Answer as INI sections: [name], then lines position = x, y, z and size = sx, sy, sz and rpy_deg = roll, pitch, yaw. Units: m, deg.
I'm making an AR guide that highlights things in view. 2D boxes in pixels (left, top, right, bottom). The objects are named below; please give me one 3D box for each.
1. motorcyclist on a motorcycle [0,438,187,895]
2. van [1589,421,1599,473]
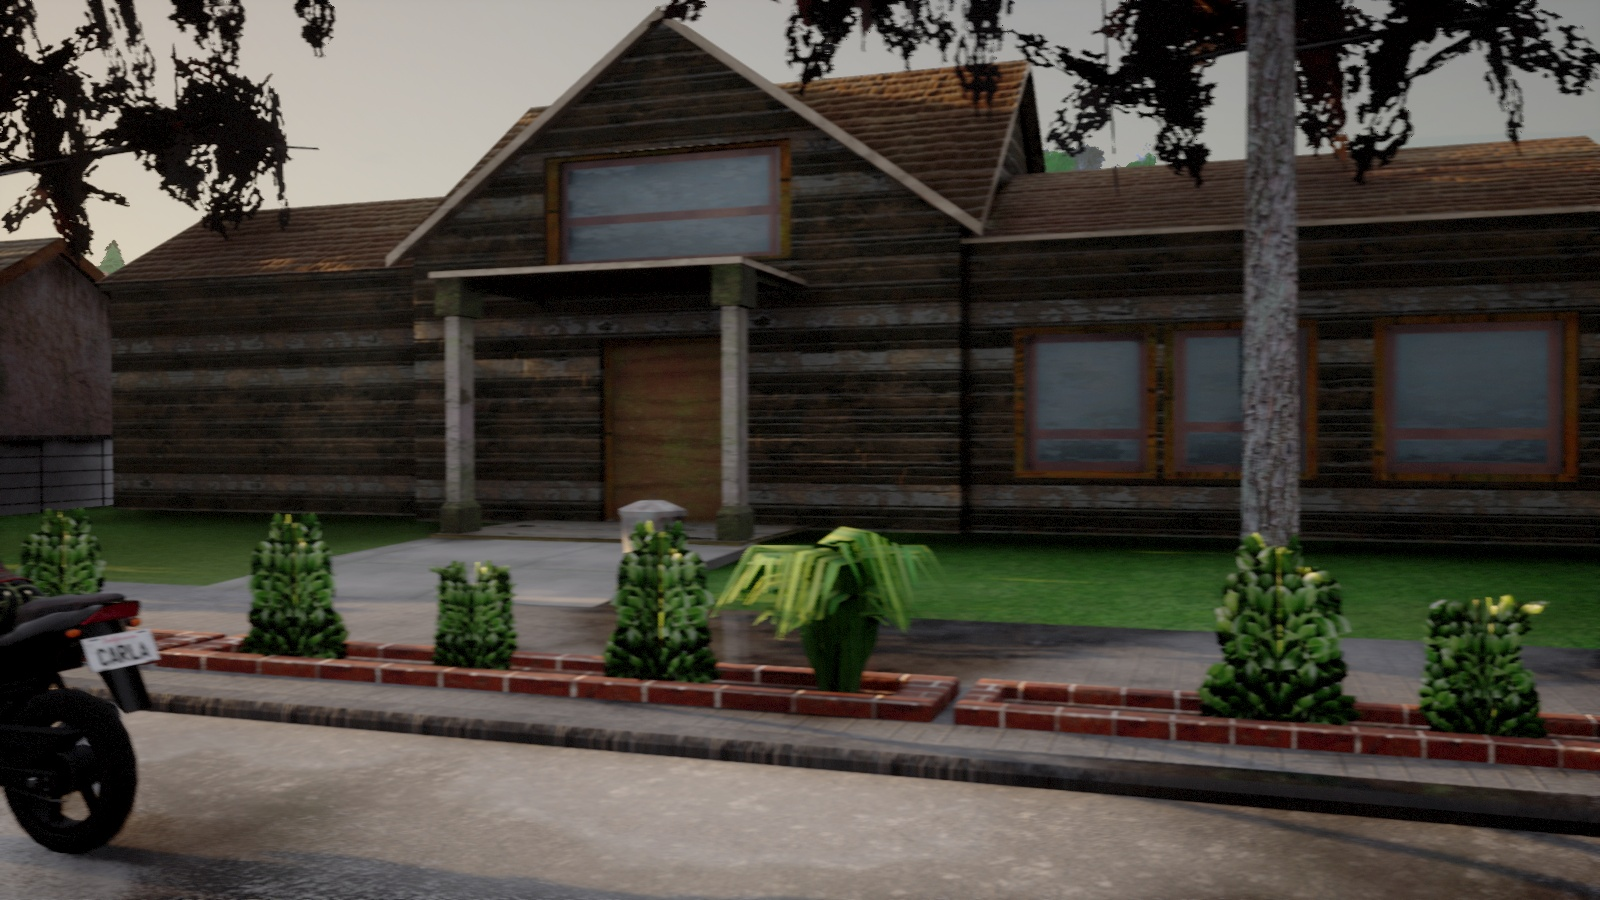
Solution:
[motorcyclist on a motorcycle]
position = -3.519, 0.717, 4.904
size = 2.044, 1.523, 0.797
rpy_deg = 1, 1, 19
[van]
position = 33.591, -0.106, 48.866
size = 4.480, 2.038, 2.069
rpy_deg = 1, 1, 19
